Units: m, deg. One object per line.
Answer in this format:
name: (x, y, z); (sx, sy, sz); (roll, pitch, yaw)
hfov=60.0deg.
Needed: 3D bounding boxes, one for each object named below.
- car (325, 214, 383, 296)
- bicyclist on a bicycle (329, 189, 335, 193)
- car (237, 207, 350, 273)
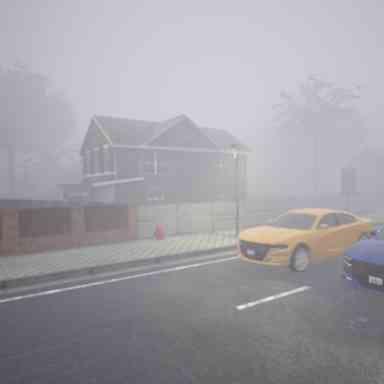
car: (5.342, 1.268, 7.414); (5.008, 1.535, 1.882); (-1, 1, -35)
bicyclist on a bicycle: (17.709, 0.382, 42.119); (1.656, 1.620, 0.582); (-2, 1, -35)
car: (3.580, 1.262, 10.148); (5.008, 1.535, 1.882); (-1, 1, -35)
